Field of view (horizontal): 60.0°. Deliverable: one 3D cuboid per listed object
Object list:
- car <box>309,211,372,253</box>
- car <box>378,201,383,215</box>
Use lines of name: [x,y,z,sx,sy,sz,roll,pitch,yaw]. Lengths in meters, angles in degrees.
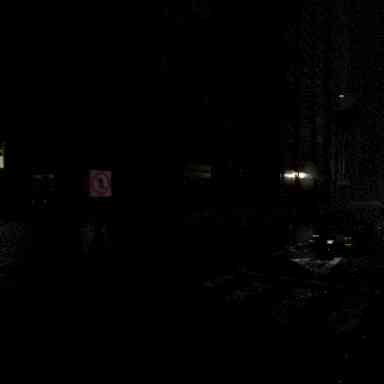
car: [6.512,1.606,14.364,1.837,1.490,4.892,0,0,35]
car: [20.763,1.610,34.778,1.882,1.535,5.008,0,0,35]
